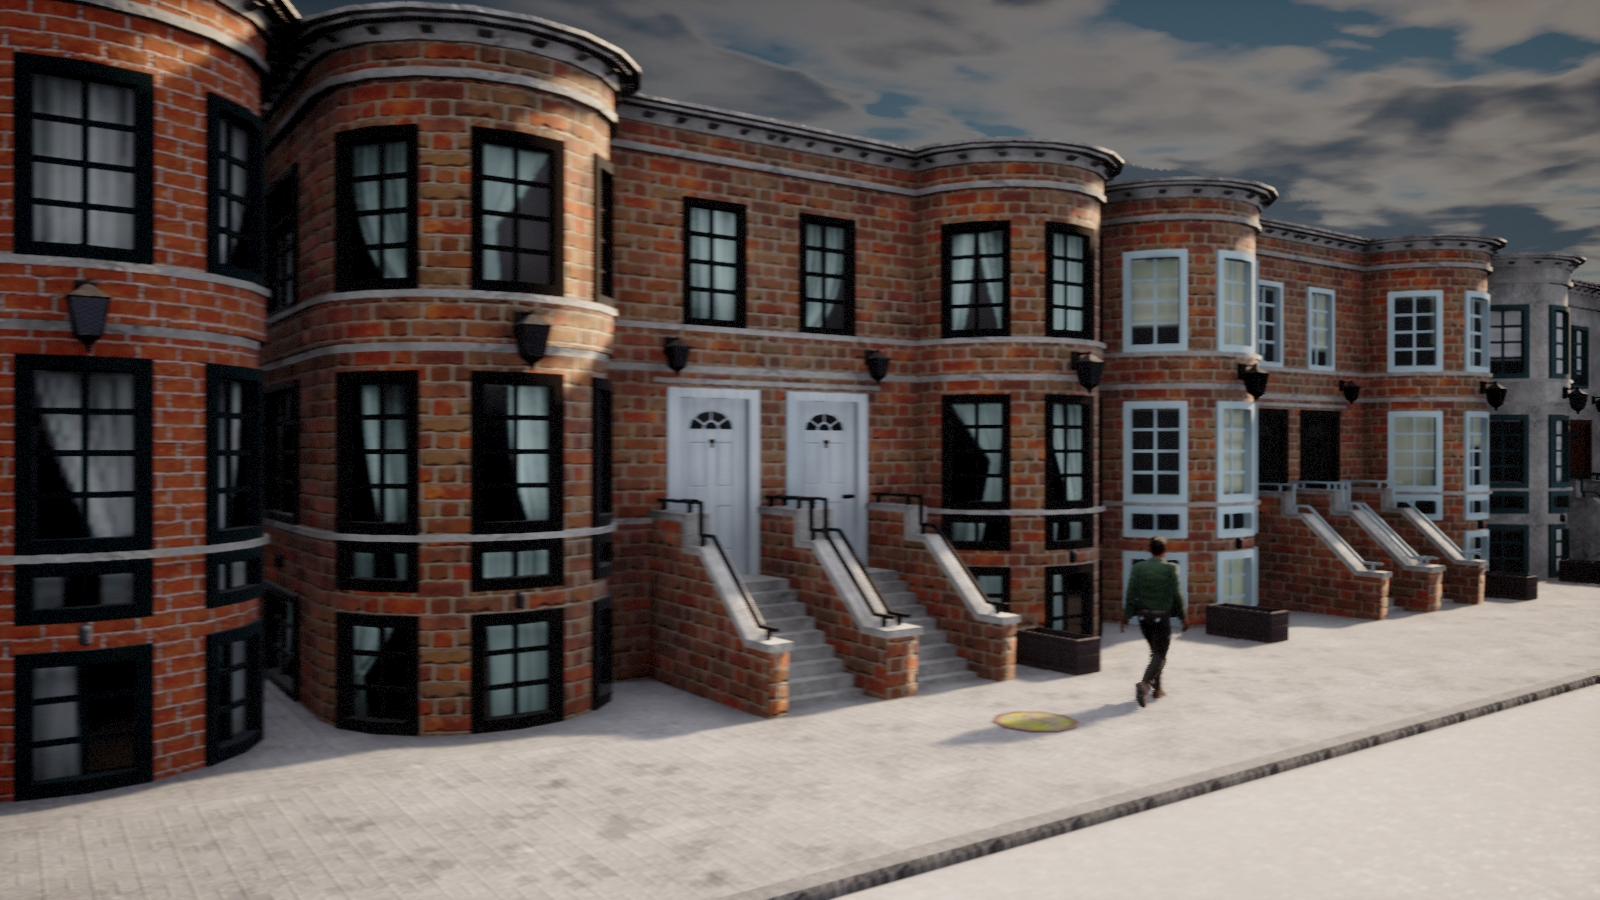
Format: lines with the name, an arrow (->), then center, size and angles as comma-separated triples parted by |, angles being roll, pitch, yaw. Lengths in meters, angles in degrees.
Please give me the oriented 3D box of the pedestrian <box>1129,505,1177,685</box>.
pedestrian -> 3.773, 1.525, 12.205 | 0.375, 1.860, 0.375 | 0, 0, 41
